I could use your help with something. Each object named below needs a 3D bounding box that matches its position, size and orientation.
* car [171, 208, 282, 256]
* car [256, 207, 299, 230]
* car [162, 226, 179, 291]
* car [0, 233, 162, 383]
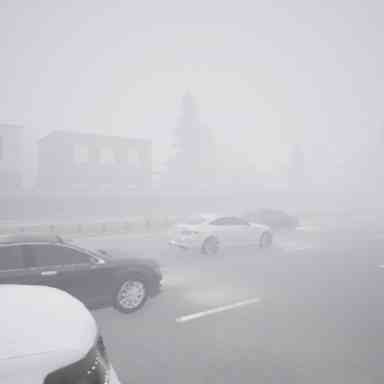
[{"bbox_3d":[1.217,1.549,13.209,4.674,1.442,1.812,0,0,-35],"label":"car"},{"bbox_3d":[4.480,1.604,19.834,4.181,1.385,1.994,0,0,-35],"label":"car"},{"bbox_3d":[-2.835,1.509,6.024,4.892,1.490,1.837,0,0,-35],"label":"car"},{"bbox_3d":[-3.113,1.218,1.527,5.566,2.045,2.150,0,0,-35],"label":"car"}]
